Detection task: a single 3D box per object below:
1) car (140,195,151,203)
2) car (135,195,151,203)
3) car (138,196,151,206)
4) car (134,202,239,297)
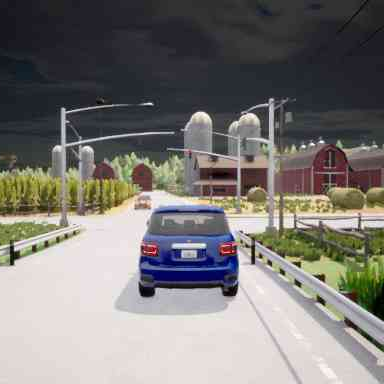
[{"bbox_3d":[-8.849,1.234,63.135,1.994,1.385,4.181,0,1,-7],"label":"car"},{"bbox_3d":[-6.390,1.335,43.508,2.097,1.767,4.553,0,1,-7],"label":"car"},{"bbox_3d":[-7.602,1.393,53.170,1.994,1.385,4.181,0,1,-8],"label":"car"},{"bbox_3d":[-0.109,1.365,9.053,2.150,2.045,5.566,0,-2,-1],"label":"car"}]
